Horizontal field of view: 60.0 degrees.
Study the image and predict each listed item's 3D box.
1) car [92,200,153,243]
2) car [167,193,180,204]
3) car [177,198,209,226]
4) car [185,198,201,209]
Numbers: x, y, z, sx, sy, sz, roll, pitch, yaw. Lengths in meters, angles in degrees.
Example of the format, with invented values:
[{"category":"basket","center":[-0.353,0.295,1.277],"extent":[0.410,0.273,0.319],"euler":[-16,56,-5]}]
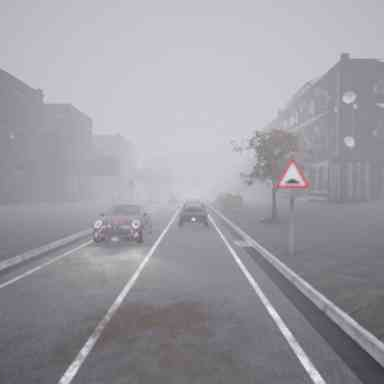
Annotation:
[{"category":"car","center":[-3.101,1.305,15.646],"extent":[2.097,1.767,4.553],"euler":[0,0,0]},{"category":"car","center":[-3.063,1.123,56.443],"extent":[2.097,1.767,4.553],"euler":[0,0,0]},{"category":"car","center":[0.096,1.425,22.966],"extent":[1.837,1.490,4.892],"euler":[0,0,0]},{"category":"car","center":[0.095,1.421,42.209],"extent":[1.895,1.301,4.718],"euler":[0,0,0]}]
